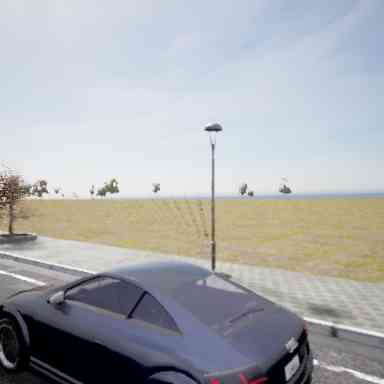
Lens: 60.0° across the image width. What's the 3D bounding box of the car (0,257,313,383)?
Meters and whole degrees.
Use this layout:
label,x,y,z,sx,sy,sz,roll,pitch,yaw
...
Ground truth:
label,x,y,z,sx,sy,sz,roll,pitch,yaw
car,-0.712,1.575,4.225,4.181,1.385,1.994,0,0,36
